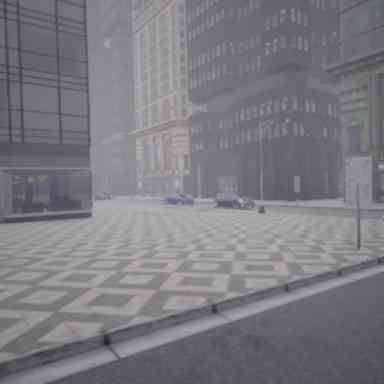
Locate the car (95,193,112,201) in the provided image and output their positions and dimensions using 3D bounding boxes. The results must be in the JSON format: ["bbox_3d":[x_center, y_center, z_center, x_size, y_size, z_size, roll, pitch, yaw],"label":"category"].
[{"bbox_3d":[-16.918,0.881,63.252,1.837,1.490,4.892,-2,2,-35],"label":"car"}]

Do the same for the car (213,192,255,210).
[{"bbox_3d":[4.178,0.806,33.349,2.097,1.767,4.553,-2,1,-35],"label":"car"}]

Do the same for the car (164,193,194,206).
[{"bbox_3d":[-1.649,0.931,41.616,1.882,1.535,5.008,-2,2,-35],"label":"car"}]
